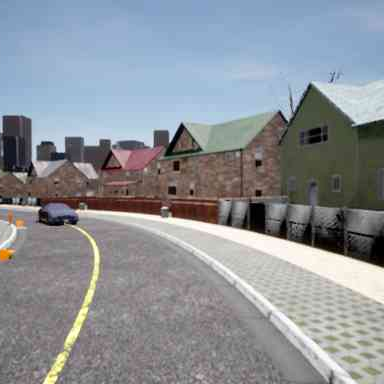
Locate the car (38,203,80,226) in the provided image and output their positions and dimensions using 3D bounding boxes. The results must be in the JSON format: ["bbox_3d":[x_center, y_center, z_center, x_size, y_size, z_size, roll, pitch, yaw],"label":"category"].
[{"bbox_3d":[-9.539,1.507,23.472,2.033,1.411,5.357,-1,0,-35],"label":"car"}]
